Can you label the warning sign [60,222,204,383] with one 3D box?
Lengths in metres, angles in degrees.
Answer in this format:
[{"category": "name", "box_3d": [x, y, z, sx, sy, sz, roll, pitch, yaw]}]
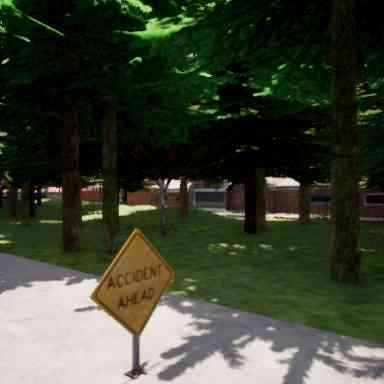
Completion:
[{"category": "warning sign", "box_3d": [-0.675, 1.363, 3.969, 1.060, 1.860, 1.300, -1, 0, 38]}]
